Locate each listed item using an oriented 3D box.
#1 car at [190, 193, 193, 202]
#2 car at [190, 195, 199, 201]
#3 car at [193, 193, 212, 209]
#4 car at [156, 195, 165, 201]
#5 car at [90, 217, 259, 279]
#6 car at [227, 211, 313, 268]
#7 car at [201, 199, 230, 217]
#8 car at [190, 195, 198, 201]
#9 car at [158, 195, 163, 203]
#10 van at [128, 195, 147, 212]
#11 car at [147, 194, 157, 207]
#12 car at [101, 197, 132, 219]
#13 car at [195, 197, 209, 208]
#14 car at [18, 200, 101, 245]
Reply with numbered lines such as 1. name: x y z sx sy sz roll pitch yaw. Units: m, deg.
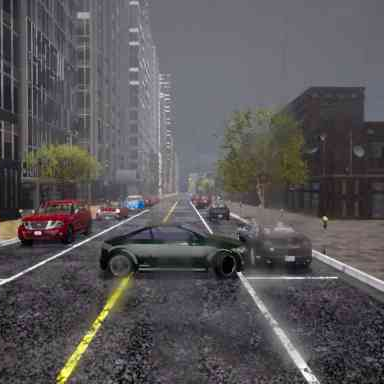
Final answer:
1. car: 0.900 1.290 71.949 2.192 1.841 5.009 -1 0 -1
2. car: 0.626 1.537 83.014 1.947 1.339 4.313 -1 0 -1
3. car: 1.596 1.301 44.285 2.192 1.841 5.009 -1 0 -1
4. car: -7.748 1.496 82.646 1.752 1.417 4.829 -1 0 -1
5. car: -0.455 1.557 9.490 4.181 1.385 1.994 0 0 -1
6. car: 2.564 1.548 11.092 2.008 1.369 4.403 -1 0 -1
7. car: 2.047 1.543 26.952 2.008 1.369 4.403 -1 0 -1
8. car: 0.487 1.551 88.547 1.802 1.307 4.206 -1 0 -1
9. car: -7.335 1.522 66.217 1.887 1.381 4.507 -1 0 -1
10. van: -6.642 1.329 38.551 1.690 1.788 3.998 -1 0 -1
11. car: -6.921 1.299 49.617 2.192 1.841 5.009 -1 0 -1
12. car: -6.356 1.432 26.757 1.967 1.590 4.097 -1 0 -1
13. car: 1.456 1.509 49.988 1.752 1.417 4.829 -1 0 -1
14. car: -6.170 1.310 15.689 2.192 1.841 5.009 -1 0 -1
